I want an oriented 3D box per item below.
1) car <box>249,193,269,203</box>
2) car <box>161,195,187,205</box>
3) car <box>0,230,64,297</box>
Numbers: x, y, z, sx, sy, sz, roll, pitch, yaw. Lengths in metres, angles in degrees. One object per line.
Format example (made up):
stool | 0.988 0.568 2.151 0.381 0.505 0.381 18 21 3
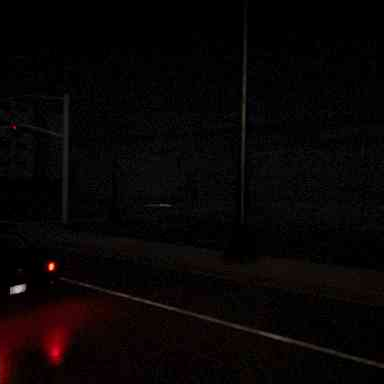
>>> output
car | 10.989 1.015 57.884 4.892 1.490 1.837 1 1 -15
car | -2.638 1.149 48.453 1.994 1.385 4.181 2 1 38
car | -5.081 1.535 7.627 4.718 1.301 1.895 1 0 36
